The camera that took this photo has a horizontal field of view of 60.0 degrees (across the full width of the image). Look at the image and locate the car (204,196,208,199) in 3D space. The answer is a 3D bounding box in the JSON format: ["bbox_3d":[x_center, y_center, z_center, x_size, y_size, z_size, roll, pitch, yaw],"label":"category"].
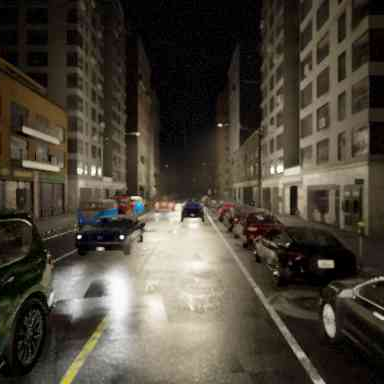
[{"bbox_3d":[2.873,1.563,42.335,2.008,1.369,4.403,0,0,0],"label":"car"}]

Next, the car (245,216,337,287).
[{"bbox_3d":[2.860,1.572,9.180,1.947,1.339,4.313,0,0,0],"label":"car"}]

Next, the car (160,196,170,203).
[{"bbox_3d":[-5.641,1.538,69.798,1.752,1.417,4.829,0,0,0],"label":"car"}]

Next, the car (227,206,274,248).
[{"bbox_3d":[2.862,1.553,14.706,1.887,1.381,4.507,0,0,0],"label":"car"}]

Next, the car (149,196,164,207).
[{"bbox_3d":[-5.648,1.451,53.391,1.967,1.590,4.097,0,0,0],"label":"car"}]

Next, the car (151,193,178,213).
[{"bbox_3d":[-3.013,1.364,37.827,2.097,1.767,4.553,0,0,1],"label":"car"}]

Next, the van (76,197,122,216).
[{"bbox_3d":[-5.662,1.352,20.236,1.690,1.788,3.998,0,0,0],"label":"van"}]

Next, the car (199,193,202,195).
[{"bbox_3d":[2.884,1.539,70.134,1.752,1.417,4.829,0,0,0],"label":"car"}]

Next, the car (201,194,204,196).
[{"bbox_3d":[2.878,1.451,53.387,1.967,1.590,4.097,0,0,0],"label":"car"}]

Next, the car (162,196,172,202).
[{"bbox_3d":[-5.639,1.565,75.493,2.008,1.369,4.403,0,0,0],"label":"car"}]

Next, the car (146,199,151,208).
[{"bbox_3d":[-5.650,1.537,47.695,1.752,1.417,4.829,0,0,0],"label":"car"}]

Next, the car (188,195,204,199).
[{"bbox_3d":[0.107,1.503,45.407,2.128,1.511,4.902,0,0,0],"label":"car"}]

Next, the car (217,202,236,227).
[{"bbox_3d":[2.865,1.561,20.232,2.008,1.369,4.403,0,0,0],"label":"car"}]

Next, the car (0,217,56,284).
[{"bbox_3d":[-5.666,1.557,9.185,2.008,1.369,4.403,0,0,0],"label":"car"}]

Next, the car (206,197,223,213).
[{"bbox_3d":[2.871,1.563,36.810,2.008,1.369,4.403,0,0,0],"label":"car"}]

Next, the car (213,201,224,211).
[{"bbox_3d":[2.867,1.594,25.758,1.802,1.307,4.206,0,0,0],"label":"car"}]

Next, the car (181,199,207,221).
[{"bbox_3d":[0.058,1.537,26.950,1.812,1.442,4.674,0,0,1],"label":"car"}]

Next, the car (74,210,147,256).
[{"bbox_3d":[-3.074,1.609,13.388,1.895,1.301,4.718,0,0,0],"label":"car"}]

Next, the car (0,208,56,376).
[{"bbox_3d":[-3.087,1.225,2.667,2.150,2.045,5.566,0,0,0],"label":"car"}]

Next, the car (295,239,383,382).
[{"bbox_3d":[2.857,1.554,3.654,2.008,1.369,4.403,0,0,0],"label":"car"}]

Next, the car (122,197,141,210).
[{"bbox_3d":[-5.659,1.327,25.762,2.192,1.841,5.009,0,0,0],"label":"car"}]

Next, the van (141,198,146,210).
[{"bbox_3d":[-5.654,1.354,31.287,1.690,1.788,3.998,0,0,0],"label":"van"}]
